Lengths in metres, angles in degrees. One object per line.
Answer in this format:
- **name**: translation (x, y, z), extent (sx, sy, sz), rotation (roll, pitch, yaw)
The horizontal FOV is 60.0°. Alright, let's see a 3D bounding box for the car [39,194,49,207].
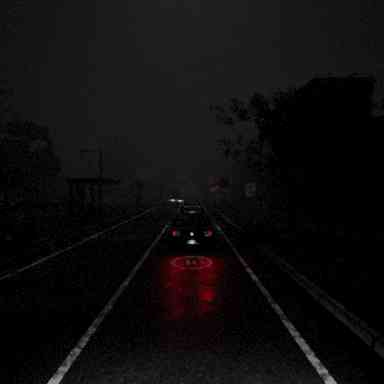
- **car**: translation (-22.102, 1.362, 43.704), extent (4.892, 1.521, 2.231), rotation (0, 0, 0)

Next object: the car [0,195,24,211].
- **car**: translation (-22.132, 1.251, 38.152), extent (4.553, 1.767, 2.185), rotation (0, 0, 0)

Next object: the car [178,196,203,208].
- **car**: translation (0.001, 1.405, 29.686), extent (2.128, 1.511, 4.902), rotation (0, 0, 0)

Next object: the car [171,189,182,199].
- **car**: translation (-3.249, 0.489, 70.861), extent (2.150, 2.045, 5.566), rotation (0, 1, 0)

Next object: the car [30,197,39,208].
- **car**: translation (-22.111, 1.368, 40.928), extent (5.008, 1.535, 2.097), rotation (0, 0, 0)

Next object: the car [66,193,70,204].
- **car**: translation (-22.149, 1.369, 52.030), extent (4.792, 1.488, 2.163), rotation (0, 0, 0)

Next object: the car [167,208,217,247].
- **car**: translation (0.000, 1.583, 14.700), extent (1.895, 1.301, 4.718), rotation (0, 0, 0)

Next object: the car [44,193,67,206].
- **car**: translation (-21.930, 1.344, 49.253), extent (5.366, 1.575, 1.946), rotation (0, 0, 0)

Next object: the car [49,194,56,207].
- **car**: translation (-22.141, 1.383, 46.478), extent (4.792, 1.488, 2.163), rotation (0, 0, 0)

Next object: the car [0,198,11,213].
- **car**: translation (-22.095, 1.425, 35.377), extent (4.674, 1.452, 2.002), rotation (0, 0, 0)

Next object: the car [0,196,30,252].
- **car**: translation (-8.957, 1.210, 11.284), extent (5.566, 2.045, 2.435), rotation (0, 0, 0)
